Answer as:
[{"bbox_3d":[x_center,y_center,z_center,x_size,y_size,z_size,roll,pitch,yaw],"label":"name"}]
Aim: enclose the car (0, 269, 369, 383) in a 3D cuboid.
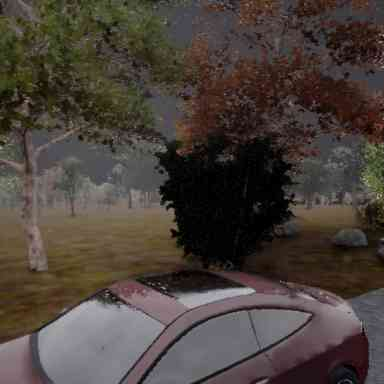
[{"bbox_3d":[-0.262,1.527,2.886,4.674,1.442,1.812,0,0,-36],"label":"car"}]
